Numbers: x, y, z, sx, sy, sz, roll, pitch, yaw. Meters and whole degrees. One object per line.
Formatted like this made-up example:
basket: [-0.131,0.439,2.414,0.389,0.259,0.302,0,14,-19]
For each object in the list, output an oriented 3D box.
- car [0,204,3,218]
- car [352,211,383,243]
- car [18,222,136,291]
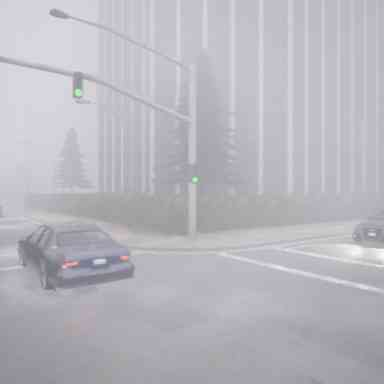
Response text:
car: [-18.285,1.498,29.913,1.882,1.535,5.008,0,0,-36]
car: [8.921,1.531,14.651,4.181,1.385,1.994,0,0,-35]
car: [-3.437,1.550,9.195,2.033,1.411,5.357,0,0,-36]
